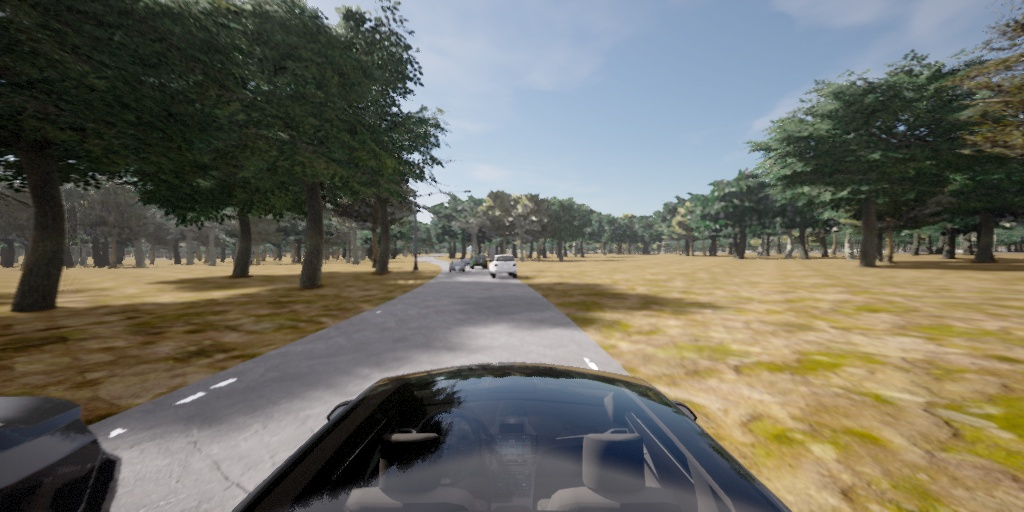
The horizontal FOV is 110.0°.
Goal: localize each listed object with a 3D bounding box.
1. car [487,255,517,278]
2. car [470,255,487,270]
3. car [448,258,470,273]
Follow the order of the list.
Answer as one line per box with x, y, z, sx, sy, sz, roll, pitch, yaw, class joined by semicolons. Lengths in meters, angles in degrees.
-0.849;0.905;32.625;2.150;2.045;5.566;0;0;-7;car
-4.779;0.835;51.316;2.150;2.045;5.566;0;0;-11;car
-6.299;1.164;41.337;2.128;1.511;4.902;0;0;-9;car
